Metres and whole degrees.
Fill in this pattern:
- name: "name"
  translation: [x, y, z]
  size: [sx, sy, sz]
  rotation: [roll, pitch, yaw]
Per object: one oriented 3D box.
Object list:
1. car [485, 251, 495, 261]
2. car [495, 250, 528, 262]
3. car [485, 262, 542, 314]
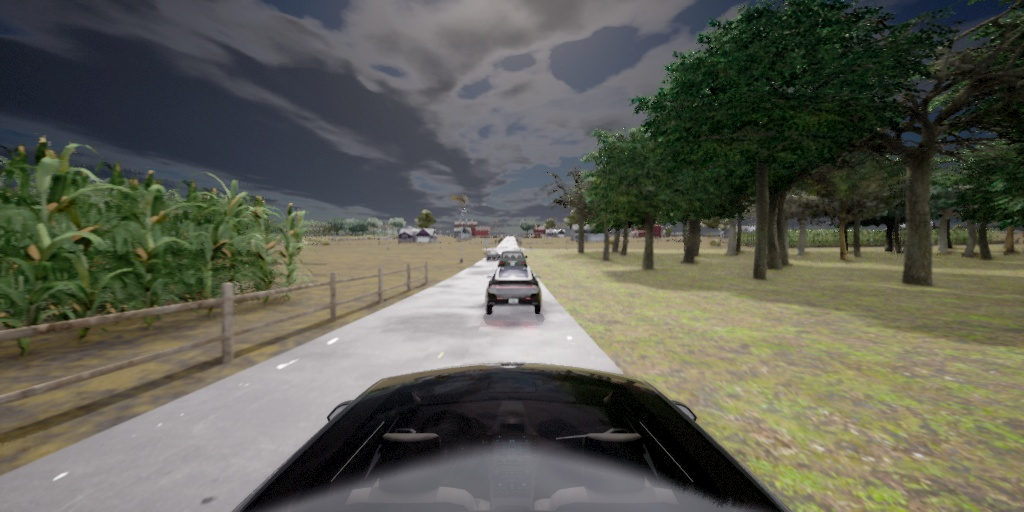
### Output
- name: "car"
  translation: [-2.825, -0.003, 52.613]
  size: [2.033, 1.411, 5.357]
  rotation: [0, 2, 0]
- name: "car"
  translation: [0.061, 0.555, 28.136]
  size: [2.150, 2.045, 5.566]
  rotation: [0, 2, 0]
- name: "car"
  translation: [0.062, 1.142, 13.308]
  size: [2.128, 1.511, 4.902]
  rotation: [0, 0, 0]
